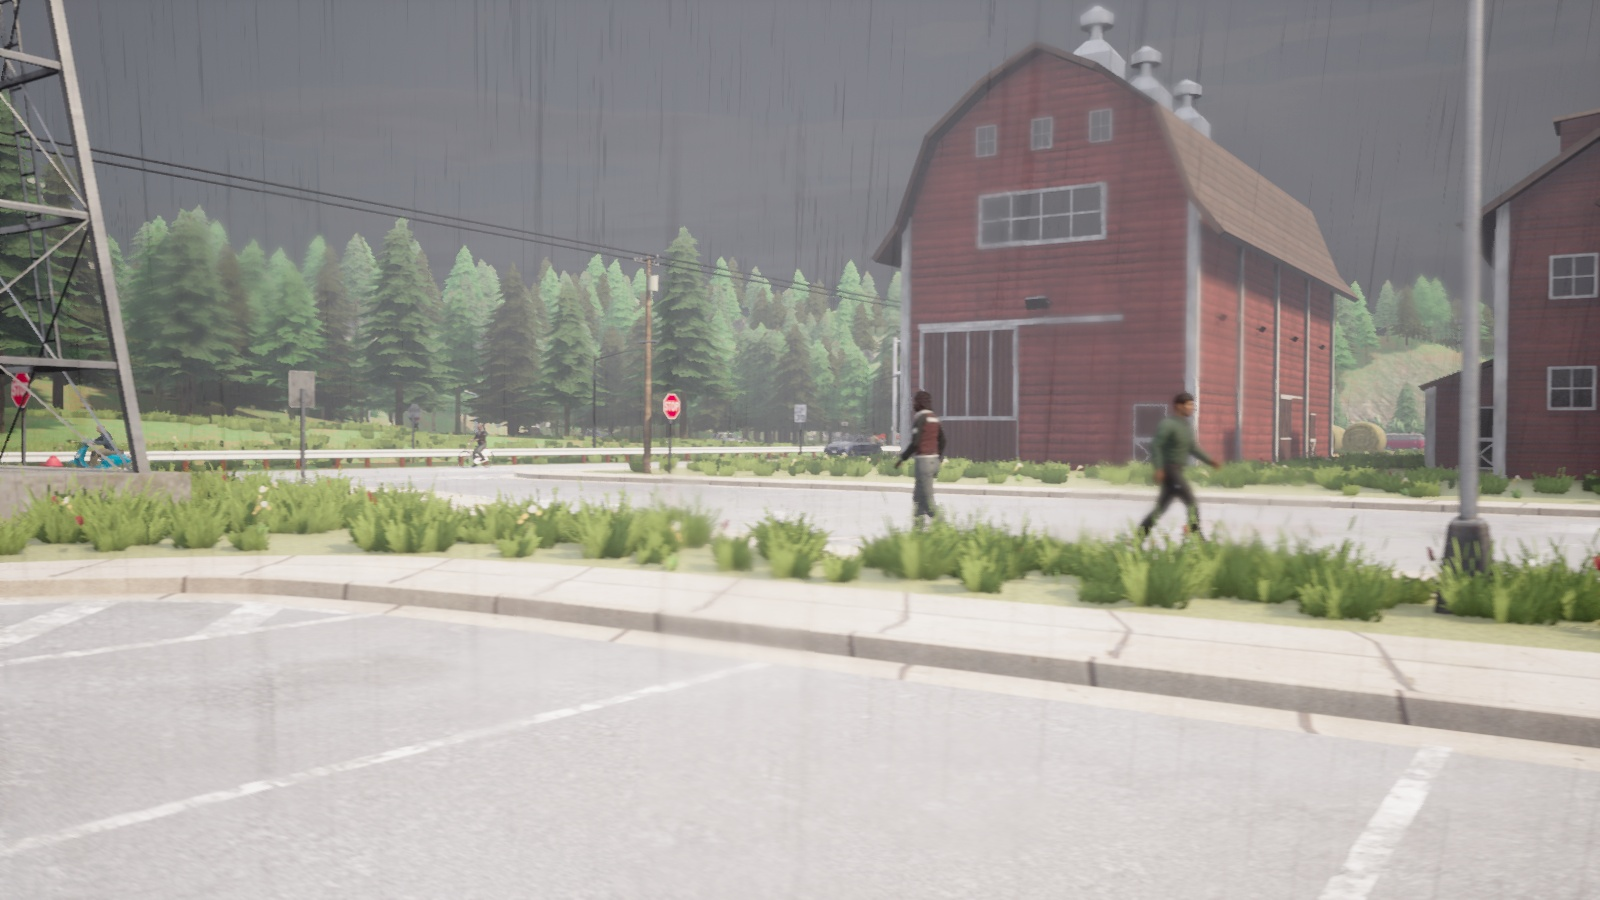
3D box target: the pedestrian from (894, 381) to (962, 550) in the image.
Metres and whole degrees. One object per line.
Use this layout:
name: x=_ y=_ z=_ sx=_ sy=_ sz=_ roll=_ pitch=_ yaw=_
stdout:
pedestrian: x=1.492 y=0.180 z=14.686 sx=0.666 sy=1.930 sz=0.402 roll=0 pitch=1 yaw=34

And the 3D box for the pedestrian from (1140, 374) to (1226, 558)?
pedestrian: x=4.172 y=0.166 z=13.685 sx=0.788 sy=1.949 sz=0.423 roll=0 pitch=1 yaw=34

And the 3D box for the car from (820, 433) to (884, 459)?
car: x=3.071 y=-0.242 z=73.357 sx=1.816 sy=1.474 sz=4.193 roll=0 pitch=1 yaw=34

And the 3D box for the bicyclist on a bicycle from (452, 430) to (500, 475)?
bicyclist on a bicycle: x=-12.836 y=0.081 z=49.824 sx=0.659 sy=1.776 sz=1.843 roll=0 pitch=1 yaw=34

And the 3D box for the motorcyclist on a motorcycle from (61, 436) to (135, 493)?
motorcyclist on a motorcycle: x=-20.661 y=0.410 z=36.971 sx=1.817 sy=1.590 sz=0.866 roll=-1 pitch=3 yaw=-36
